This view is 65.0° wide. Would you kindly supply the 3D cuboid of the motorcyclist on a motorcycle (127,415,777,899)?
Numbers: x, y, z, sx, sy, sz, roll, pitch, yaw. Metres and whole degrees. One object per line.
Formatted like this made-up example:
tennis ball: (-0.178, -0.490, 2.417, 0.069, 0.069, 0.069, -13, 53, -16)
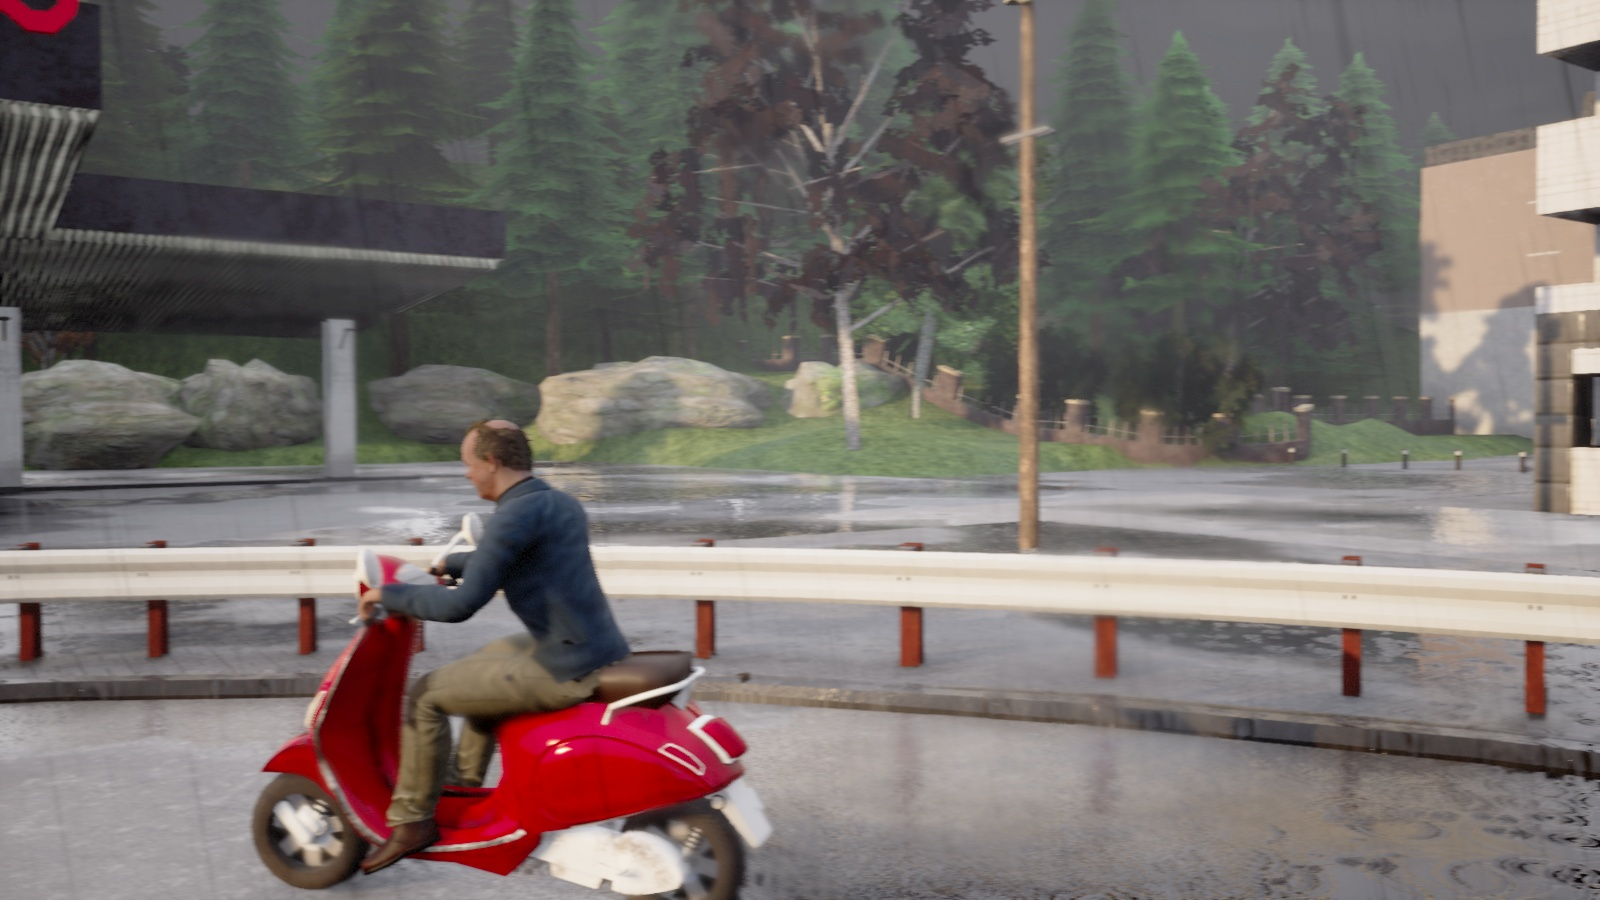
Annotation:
motorcyclist on a motorcycle: (-1.068, 0.689, 4.074, 1.817, 1.590, 0.866, 0, 3, 14)
